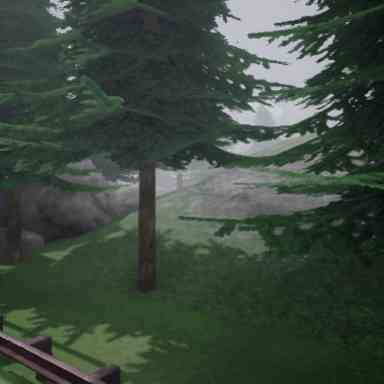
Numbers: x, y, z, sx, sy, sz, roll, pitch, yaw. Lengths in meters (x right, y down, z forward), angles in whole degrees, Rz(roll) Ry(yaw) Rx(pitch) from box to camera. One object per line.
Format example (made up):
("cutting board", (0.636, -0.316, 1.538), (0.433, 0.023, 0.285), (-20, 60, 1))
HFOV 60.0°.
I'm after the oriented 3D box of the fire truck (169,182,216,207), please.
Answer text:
("fire truck", (0.363, 0.168, 47.729), (2.891, 3.827, 8.468), (0, 0, 36))
